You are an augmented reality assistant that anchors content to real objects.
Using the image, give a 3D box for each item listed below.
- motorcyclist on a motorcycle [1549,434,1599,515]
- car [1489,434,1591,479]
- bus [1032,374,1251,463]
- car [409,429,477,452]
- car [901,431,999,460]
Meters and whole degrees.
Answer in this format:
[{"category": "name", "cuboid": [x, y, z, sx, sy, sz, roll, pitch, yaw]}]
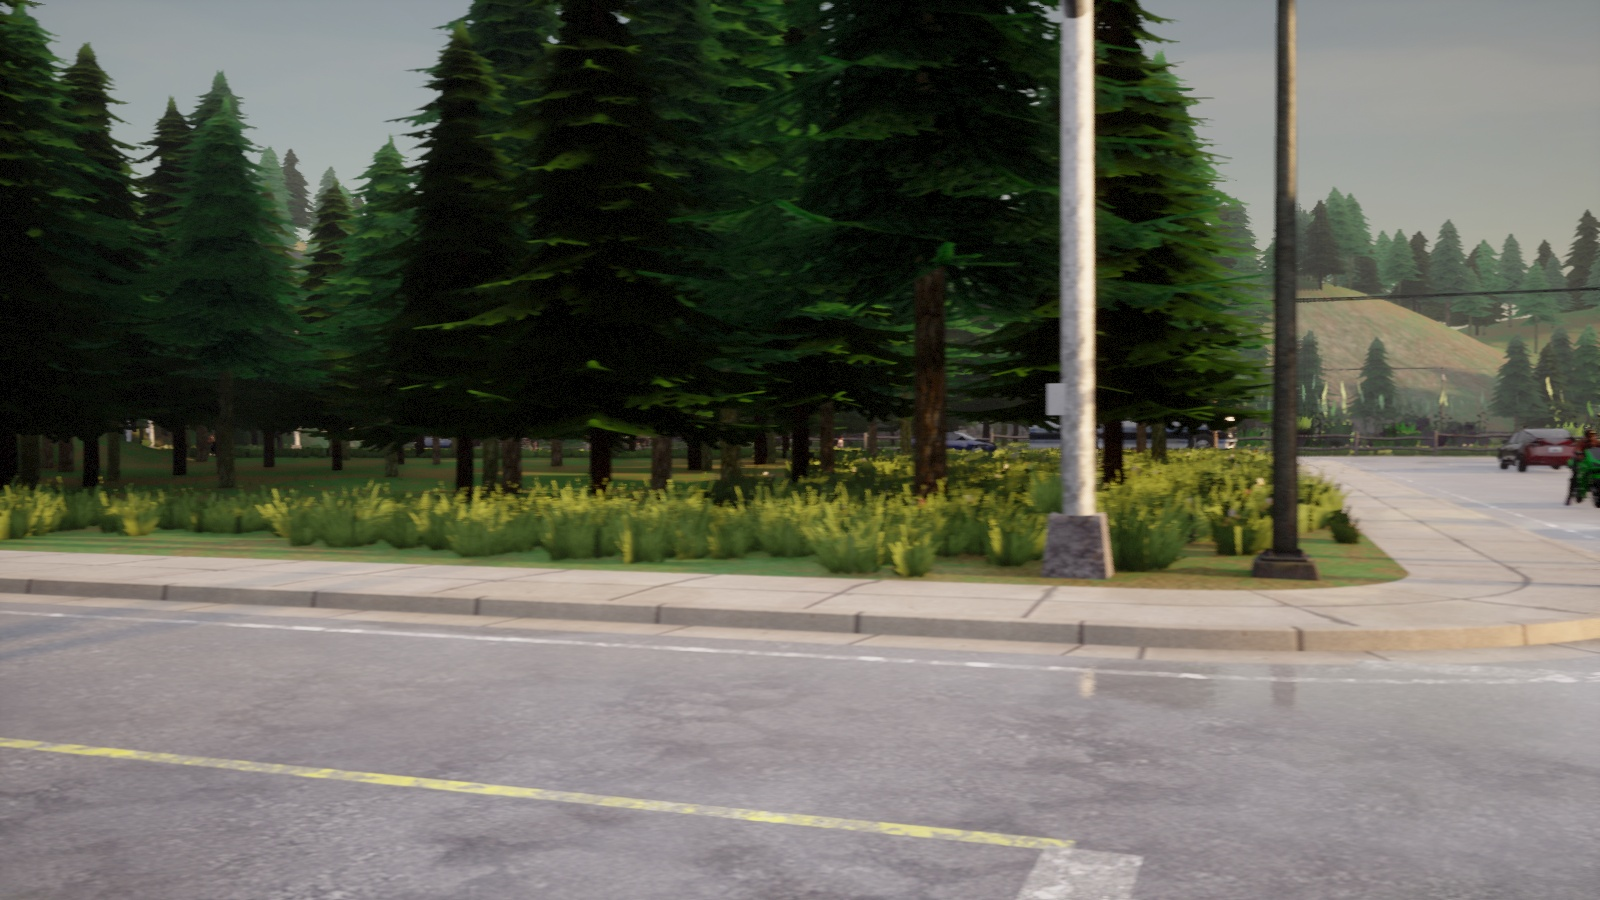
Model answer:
[{"category": "motorcyclist on a motorcycle", "cuboid": [15.402, 0.458, 24.648, 0.797, 1.523, 2.044, 0, 1, 19]}, {"category": "car", "cuboid": [25.886, 0.176, 44.094, 2.163, 1.488, 4.792, 0, 1, 19]}, {"category": "bus", "cuboid": [17.234, -1.575, 63.440, 10.273, 4.253, 3.944, 1, 1, 22]}, {"category": "car", "cuboid": [-23.455, -0.631, 82.525, 3.806, 1.475, 1.970, 0, 1, 19]}, {"category": "car", "cuboid": [8.035, -0.280, 67.127, 4.792, 1.488, 2.163, 0, 1, 21]}]
